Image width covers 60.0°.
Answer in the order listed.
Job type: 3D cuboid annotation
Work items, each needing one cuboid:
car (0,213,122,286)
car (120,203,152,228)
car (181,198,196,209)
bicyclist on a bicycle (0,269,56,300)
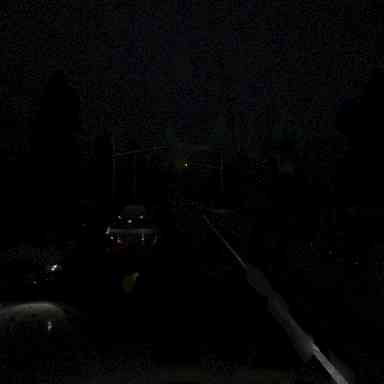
[{"bbox_3d":[-3.707,1.547,9.730,2.033,1.411,5.357,0,0,-1],"label":"car"},{"bbox_3d":[-3.801,1.526,22.611,1.812,1.442,4.674,0,0,0],"label":"car"},{"bbox_3d":[-0.468,1.545,45.248,2.033,1.411,5.357,0,0,-1],"label":"car"},{"bbox_3d":[-3.432,1.702,6.151,1.656,0.582,1.620,-5,-15,-20],"label":"bicyclist on a bicycle"}]
